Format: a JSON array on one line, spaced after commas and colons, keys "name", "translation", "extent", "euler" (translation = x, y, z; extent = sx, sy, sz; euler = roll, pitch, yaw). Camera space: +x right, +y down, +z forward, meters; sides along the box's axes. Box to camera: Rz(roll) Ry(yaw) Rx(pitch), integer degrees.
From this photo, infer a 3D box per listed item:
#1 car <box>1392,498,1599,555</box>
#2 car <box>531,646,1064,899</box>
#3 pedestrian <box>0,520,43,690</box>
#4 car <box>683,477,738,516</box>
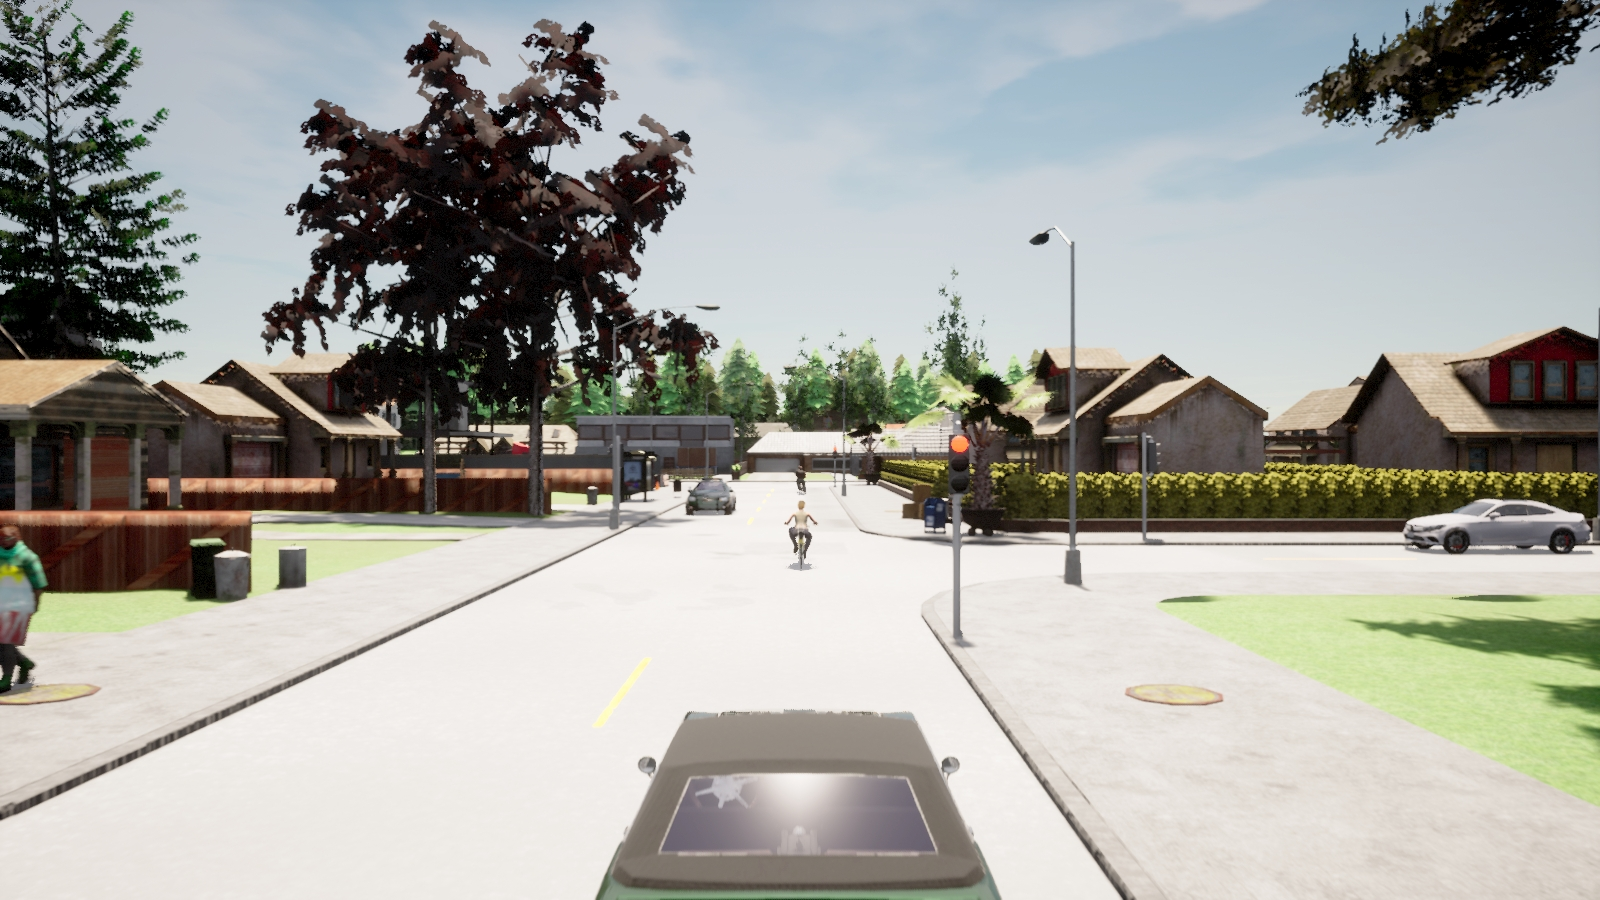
[{"name": "car", "translation": [19.171, 2.082, 31.514], "extent": [4.674, 1.442, 2.002], "euler": [0, 0, 0]}, {"name": "car", "translation": [-0.007, 2.155, 6.422], "extent": [1.895, 1.301, 4.718], "euler": [0, 0, 0]}, {"name": "pedestrian", "translation": [-8.809, 1.724, 12.819], "extent": [0.375, 1.860, 0.375], "euler": [0, 0, 1]}, {"name": "car", "translation": [-3.935, 2.038, 50.852], "extent": [2.038, 1.542, 4.974], "euler": [0, 0, 0]}]
